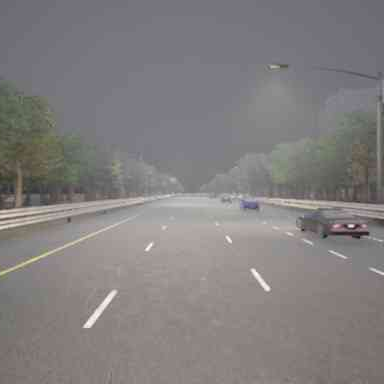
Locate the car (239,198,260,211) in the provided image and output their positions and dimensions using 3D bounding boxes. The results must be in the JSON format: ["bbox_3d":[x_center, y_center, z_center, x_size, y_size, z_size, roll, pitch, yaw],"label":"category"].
[{"bbox_3d":[7.007,1.515,40.910,1.882,1.535,5.008,0,0,0],"label":"car"}]

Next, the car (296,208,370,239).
[{"bbox_3d":[7.002,1.552,17.146,2.033,1.411,5.357,0,0,0],"label":"car"}]

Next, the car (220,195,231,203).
[{"bbox_3d":[7.087,1.415,70.793,2.097,1.767,4.553,0,0,0],"label":"car"}]
